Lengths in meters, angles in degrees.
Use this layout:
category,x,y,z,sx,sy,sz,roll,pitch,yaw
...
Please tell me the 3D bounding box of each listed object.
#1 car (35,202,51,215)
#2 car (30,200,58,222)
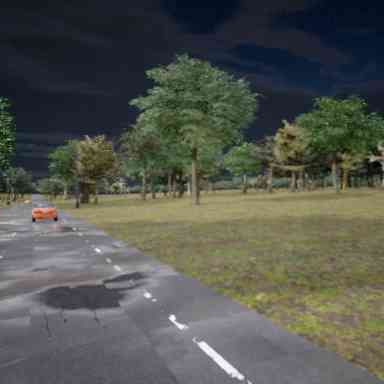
category,x,y,z,sx,sy,sz,roll,pitch,yaw
car,-19.277,2.123,43.056,1.812,1.442,4.674,-1,0,-25
car,-13.989,1.783,31.625,2.097,1.767,4.553,-1,0,-25
